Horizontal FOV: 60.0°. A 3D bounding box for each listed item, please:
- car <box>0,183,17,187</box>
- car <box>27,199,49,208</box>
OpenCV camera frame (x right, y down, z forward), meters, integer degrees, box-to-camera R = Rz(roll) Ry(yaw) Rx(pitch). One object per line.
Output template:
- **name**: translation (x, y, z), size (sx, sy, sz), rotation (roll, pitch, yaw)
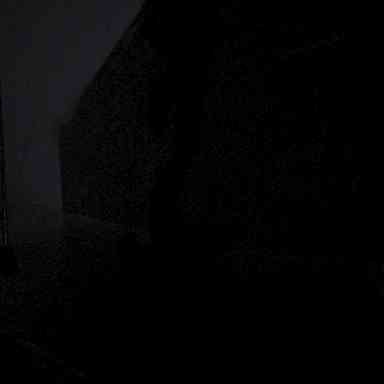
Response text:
- **car**: translation (-46.103, -1.376, 81.103), size (2.002, 1.452, 4.674), rotation (-6, -3, 30)
- **car**: translation (-27.841, 2.093, 60.213), size (1.812, 1.442, 4.674), rotation (-5, -1, 11)
